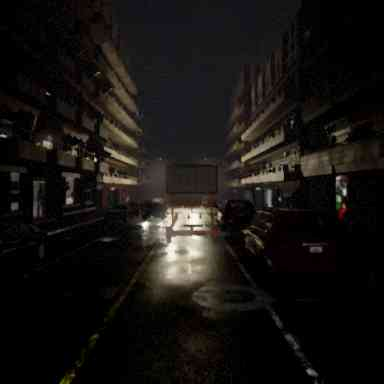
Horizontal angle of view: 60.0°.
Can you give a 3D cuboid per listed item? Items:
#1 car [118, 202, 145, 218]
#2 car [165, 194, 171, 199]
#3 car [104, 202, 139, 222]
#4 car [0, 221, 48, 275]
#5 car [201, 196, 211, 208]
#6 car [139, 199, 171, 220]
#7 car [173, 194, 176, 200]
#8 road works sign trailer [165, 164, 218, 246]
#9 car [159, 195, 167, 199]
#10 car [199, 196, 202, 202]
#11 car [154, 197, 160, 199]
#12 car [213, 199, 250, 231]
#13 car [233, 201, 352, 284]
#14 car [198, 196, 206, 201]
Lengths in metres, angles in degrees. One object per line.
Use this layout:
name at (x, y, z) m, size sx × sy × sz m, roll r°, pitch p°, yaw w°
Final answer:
car at (-5.701, 1.636, 31.997) m, size 1.802 × 1.307 × 4.206 m, roll -1°, pitch 0°, yaw 0°
car at (-5.706, 1.428, 65.610) m, size 2.192 × 1.841 × 5.009 m, roll -1°, pitch 0°, yaw 0°
car at (-5.701, 1.627, 26.395) m, size 1.802 × 1.307 × 4.206 m, roll -1°, pitch 0°, yaw 0°
car at (-5.708, 1.567, 9.589) m, size 2.008 × 1.369 × 4.403 m, roll -1°, pitch 0°, yaw 0°
car at (2.677, 1.608, 48.945) m, size 1.752 × 1.417 × 4.829 m, roll -1°, pitch 0°, yaw 0°
car at (-3.100, 1.595, 28.582) m, size 2.033 × 1.411 × 5.357 m, roll 0°, pitch 0°, yaw 0°
car at (-5.704, 1.714, 93.619) m, size 2.008 × 1.369 × 4.403 m, roll -1°, pitch 0°, yaw 0°
road works sign trailer at (0.003, 0.490, 15.412) m, size 2.380 × 3.560 × 2.880 m, roll 0°, pitch 0°, yaw 1°
car at (-5.703, 1.643, 54.405) m, size 2.008 × 1.369 × 4.403 m, roll -1°, pitch 0°, yaw 0°
car at (2.678, 1.658, 54.377) m, size 1.947 × 1.339 × 4.313 m, roll -1°, pitch 0°, yaw 0°
car at (-5.702, 1.624, 43.202) m, size 2.008 × 1.369 × 4.403 m, roll -1°, pitch 0°, yaw 0°
car at (2.676, 1.350, 20.765) m, size 2.192 × 1.841 × 5.009 m, roll -1°, pitch 0°, yaw 0°
car at (2.676, 1.331, 9.561) m, size 2.192 × 1.841 × 5.009 m, roll -1°, pitch 0°, yaw 0°
car at (2.676, 1.704, 87.990) m, size 2.008 × 1.369 × 4.403 m, roll -1°, pitch 0°, yaw 0°
